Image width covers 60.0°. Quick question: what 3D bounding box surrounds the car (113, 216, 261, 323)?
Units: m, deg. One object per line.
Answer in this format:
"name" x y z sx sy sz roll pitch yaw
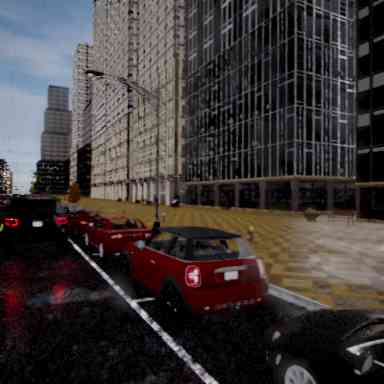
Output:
"car" -0.215 1.455 7.443 1.967 1.590 4.097 1 0 -27

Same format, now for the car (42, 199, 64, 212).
"car" -15.829 1.502 37.796 1.947 1.339 4.313 1 0 -27

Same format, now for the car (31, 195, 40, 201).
"car" -39.249 1.383 83.326 1.887 1.381 4.507 1 0 -27

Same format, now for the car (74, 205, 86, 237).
"car" -5.421 1.569 17.561 1.802 1.307 4.206 1 0 -27

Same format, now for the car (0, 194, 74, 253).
"car" -6.513 1.190 13.872 2.150 2.045 5.566 1 0 -26

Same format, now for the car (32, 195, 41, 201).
"car" -36.648 1.430 78.268 1.802 1.307 4.206 1 0 -27

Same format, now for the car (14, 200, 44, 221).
"car" -13.755 1.480 28.008 2.033 1.411 5.357 1 0 -27

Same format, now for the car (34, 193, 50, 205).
"car" -26.234 1.204 58.033 2.192 1.841 5.009 1 0 -27

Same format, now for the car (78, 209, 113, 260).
"car" -2.818 1.545 12.502 1.887 1.381 4.507 1 0 -27

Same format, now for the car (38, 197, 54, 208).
"car" -21.111 1.438 48.066 1.752 1.417 4.829 1 0 -27

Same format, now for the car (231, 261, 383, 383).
"car" 2.386 1.579 2.384 2.008 1.369 4.403 1 0 -27
